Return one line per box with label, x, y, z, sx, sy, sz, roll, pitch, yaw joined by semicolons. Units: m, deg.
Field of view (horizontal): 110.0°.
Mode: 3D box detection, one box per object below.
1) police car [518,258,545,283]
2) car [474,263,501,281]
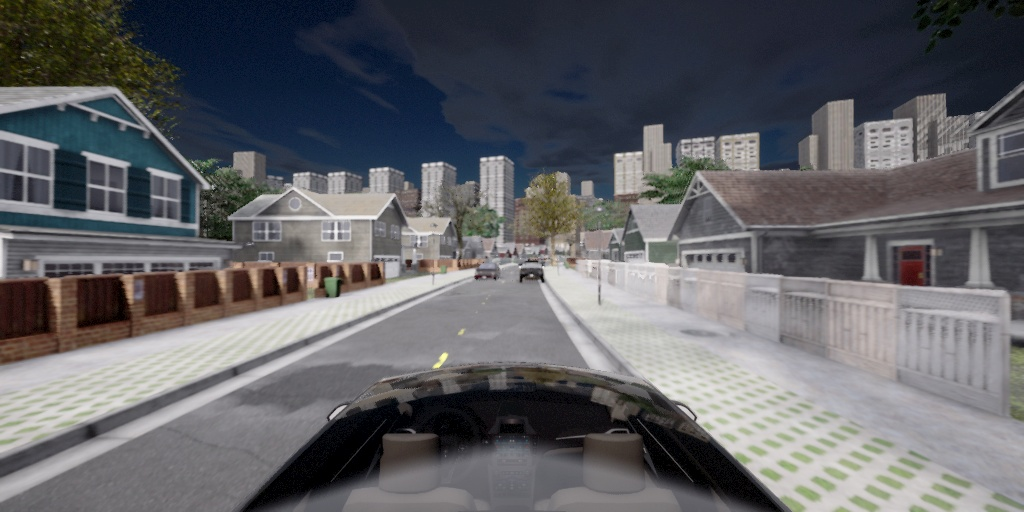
police car;1.534;1.181;28.087;1.930;1.638;5.238;0;0;3
car;-1.978;1.302;30.648;2.033;1.411;5.357;0;0;4
